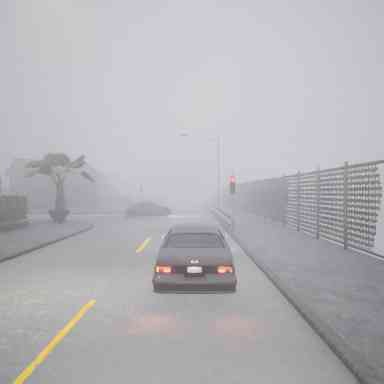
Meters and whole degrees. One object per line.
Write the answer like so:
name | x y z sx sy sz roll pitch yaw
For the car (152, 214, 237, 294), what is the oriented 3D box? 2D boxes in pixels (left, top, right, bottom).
car | 0.069 1.547 8.932 2.033 1.411 5.357 0 0 1

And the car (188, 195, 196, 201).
car | 0.059 1.552 86.582 1.994 1.385 4.181 0 0 0

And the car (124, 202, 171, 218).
car | -3.970 1.564 29.822 4.181 1.385 1.994 0 0 -30
